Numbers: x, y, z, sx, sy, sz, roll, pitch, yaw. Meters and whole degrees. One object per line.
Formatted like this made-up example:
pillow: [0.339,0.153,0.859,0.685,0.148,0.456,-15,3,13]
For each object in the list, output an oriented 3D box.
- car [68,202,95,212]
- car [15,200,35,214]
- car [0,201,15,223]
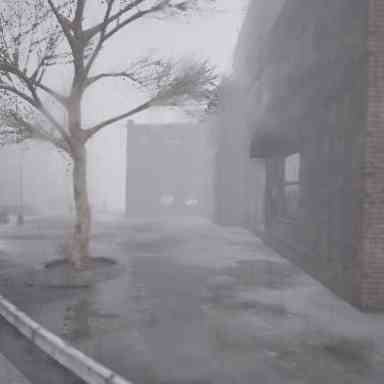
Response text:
car: [-15.000,1.930,45.230,1.812,1.442,4.674,1,-1,15]
car: [-19.827,1.701,37.859,1.812,1.442,4.674,1,-1,7]
car: [-14.808,1.608,24.087,1.837,1.490,4.892,1,-1,-12]
